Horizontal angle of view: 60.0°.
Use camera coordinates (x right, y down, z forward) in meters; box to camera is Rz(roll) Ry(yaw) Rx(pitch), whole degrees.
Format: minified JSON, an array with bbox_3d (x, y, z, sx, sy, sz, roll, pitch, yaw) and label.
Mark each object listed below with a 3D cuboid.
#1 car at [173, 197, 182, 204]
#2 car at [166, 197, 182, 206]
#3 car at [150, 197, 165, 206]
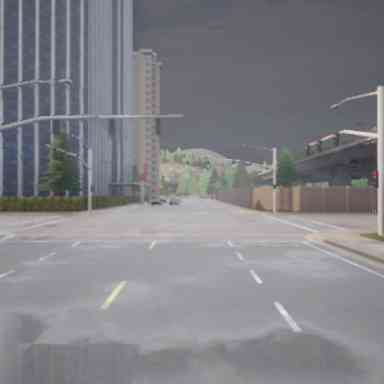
[{"bbox_3d":[-3.534,2.061,80.955,1.812,1.442,4.674,0,0,0],"label":"car"},{"bbox_3d":[-3.539,1.990,65.597,1.837,1.490,4.892,0,0,0],"label":"car"},{"bbox_3d":[-7.034,2.088,65.572,1.895,1.301,4.718,0,0,0],"label":"car"}]
